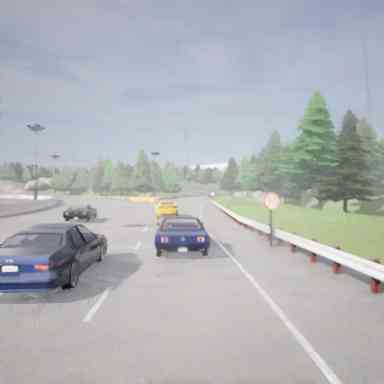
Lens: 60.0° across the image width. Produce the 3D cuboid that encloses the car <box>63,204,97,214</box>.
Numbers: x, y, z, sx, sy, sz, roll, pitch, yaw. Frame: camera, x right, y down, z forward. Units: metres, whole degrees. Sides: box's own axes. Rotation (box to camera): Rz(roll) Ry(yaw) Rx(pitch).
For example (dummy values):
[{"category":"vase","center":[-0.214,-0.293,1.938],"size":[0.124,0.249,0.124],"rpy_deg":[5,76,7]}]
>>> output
[{"category":"car","center":[-8.850,1.643,26.717],"size":[1.895,1.301,4.718],"rpy_deg":[0,0,-8]}]

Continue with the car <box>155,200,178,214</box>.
[{"category":"car","center":[-2.407,1.517,30.939],"size":[1.882,1.535,5.008],"rpy_deg":[0,0,-8]}]

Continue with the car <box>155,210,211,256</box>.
[{"category":"car","center":[-0.451,1.617,13.209],"size":[1.895,1.301,4.718],"rpy_deg":[0,0,-4]}]

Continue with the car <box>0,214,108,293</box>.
[{"category":"car","center":[-3.695,1.563,9.054],"size":[2.033,1.411,5.357],"rpy_deg":[0,0,-3]}]
